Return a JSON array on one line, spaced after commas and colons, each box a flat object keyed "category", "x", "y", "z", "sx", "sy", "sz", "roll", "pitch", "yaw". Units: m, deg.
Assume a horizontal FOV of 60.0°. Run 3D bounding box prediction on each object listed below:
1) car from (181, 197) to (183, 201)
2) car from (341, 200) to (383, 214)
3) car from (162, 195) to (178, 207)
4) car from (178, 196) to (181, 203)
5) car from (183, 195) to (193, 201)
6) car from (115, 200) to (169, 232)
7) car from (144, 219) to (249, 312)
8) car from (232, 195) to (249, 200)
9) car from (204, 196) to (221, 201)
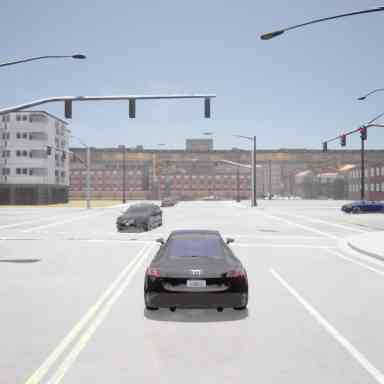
[{"category": "car", "x": -3.559, "y": 1.500, "z": 71.062, "sx": 1.837, "sy": 1.490, "sz": 4.892, "roll": 0, "pitch": 0, "yaw": 0}, {"category": "car", "x": 17.023, "y": 1.434, "z": 32.793, "sx": 4.181, "sy": 1.385, "sz": 1.994, "roll": -1, "pitch": 0, "yaw": 1}, {"category": "car", "x": -3.637, "y": 1.526, "z": 51.769, "sx": 1.812, "sy": 1.442, "sz": 4.674, "roll": 0, "pitch": 0, "yaw": 0}, {"category": "car", "x": -3.634, "y": 1.491, "z": 60.909, "sx": 2.128, "sy": 1.511, "sz": 4.902, "roll": 0, "pitch": 0, "yaw": 0}, {"category": "car", "x": -1.190, "y": 1.500, "z": 81.232, "sx": 1.837, "sy": 1.490, "sz": 4.892, "roll": 0, "pitch": 0, "yaw": 23}, {"category": "car", "x": -3.076, "y": 1.482, "z": 20.246, "sx": 1.837, "sy": 1.490, "sz": 4.892, "roll": -1, "pitch": 0, "yaw": 10}, {"category": "car", "x": 0.077, "y": 1.564, "z": 7.792, "sx": 1.994, "sy": 1.385, "sz": 4.181, "roll": 0, "pitch": 0, "yaw": 0}, {"category": "car", "x": 13.317, "y": 1.524, "z": 90.699, "sx": 4.902, "sy": 1.511, "sz": 2.128, "roll": 0, "pitch": 0, "yaw": -24}, {"category": "car", "x": 5.281, "y": 1.595, "z": 84.765, "sx": 1.895, "sy": 1.301, "sz": 4.718, "roll": 0, "pitch": 0, "yaw": 43}]
